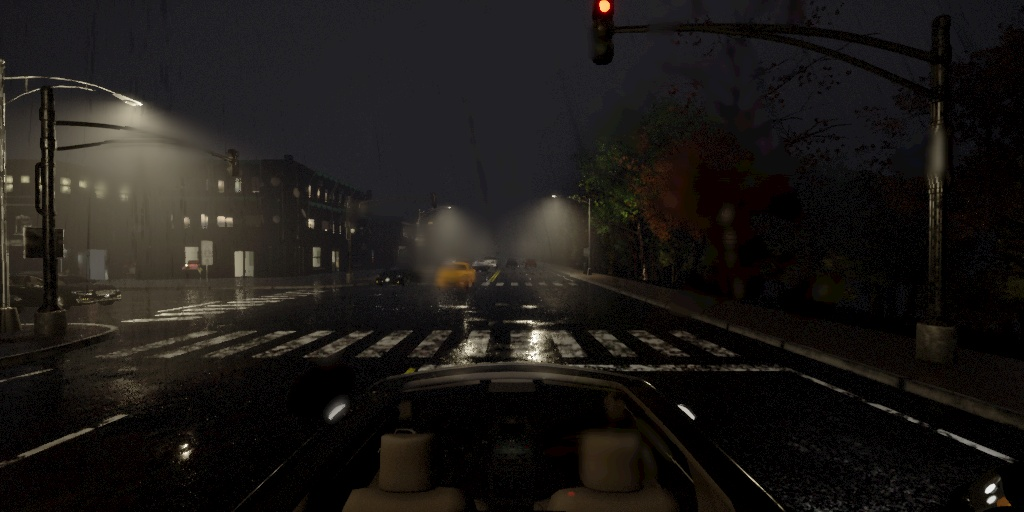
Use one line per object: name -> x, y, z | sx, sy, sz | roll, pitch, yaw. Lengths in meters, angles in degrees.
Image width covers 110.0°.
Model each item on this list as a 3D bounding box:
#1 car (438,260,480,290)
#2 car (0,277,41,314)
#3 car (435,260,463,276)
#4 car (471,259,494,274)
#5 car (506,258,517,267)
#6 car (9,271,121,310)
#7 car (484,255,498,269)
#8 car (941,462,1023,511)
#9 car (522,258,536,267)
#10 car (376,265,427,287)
car -> -3.396, 1.221, 22.846 | 1.882, 1.535, 5.008 | 0, 0, 0
car -> -19.970, 1.565, 12.502 | 4.313, 1.339, 1.948 | 0, 0, 0
car -> -6.679, 1.228, 38.634 | 2.128, 1.511, 4.902 | 0, 0, 0
car -> -3.433, 1.337, 40.643 | 1.895, 1.301, 4.718 | 0, 0, 0
car -> -0.031, 1.203, 63.774 | 1.882, 1.535, 5.008 | 0, 0, 0
car -> -19.619, 1.472, 15.208 | 4.892, 1.490, 1.837 | -1, 1, 0
car -> -3.452, 0.942, 57.347 | 2.150, 2.045, 5.566 | 0, 1, 0
car -> 3.355, 1.314, 0.186 | 1.994, 1.385, 4.181 | 0, 0, 0
car -> 3.221, 1.203, 63.193 | 1.882, 1.535, 5.008 | 0, 0, 0
car -> -7.412, 1.308, 24.330 | 1.994, 1.385, 4.181 | 0, 0, 10
